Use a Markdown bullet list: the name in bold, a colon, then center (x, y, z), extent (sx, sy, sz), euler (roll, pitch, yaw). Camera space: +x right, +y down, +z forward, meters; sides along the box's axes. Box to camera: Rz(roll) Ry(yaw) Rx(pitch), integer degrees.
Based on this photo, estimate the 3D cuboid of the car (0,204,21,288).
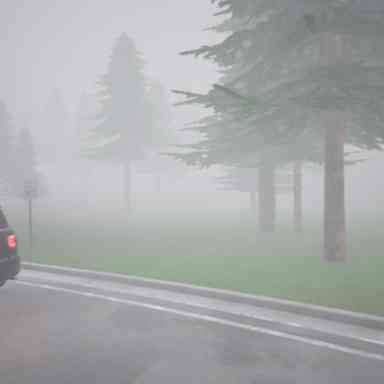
- **car**: center (-6.351, 1.227, 7.418), extent (5.566, 2.045, 2.150), euler (-1, 0, 26)
